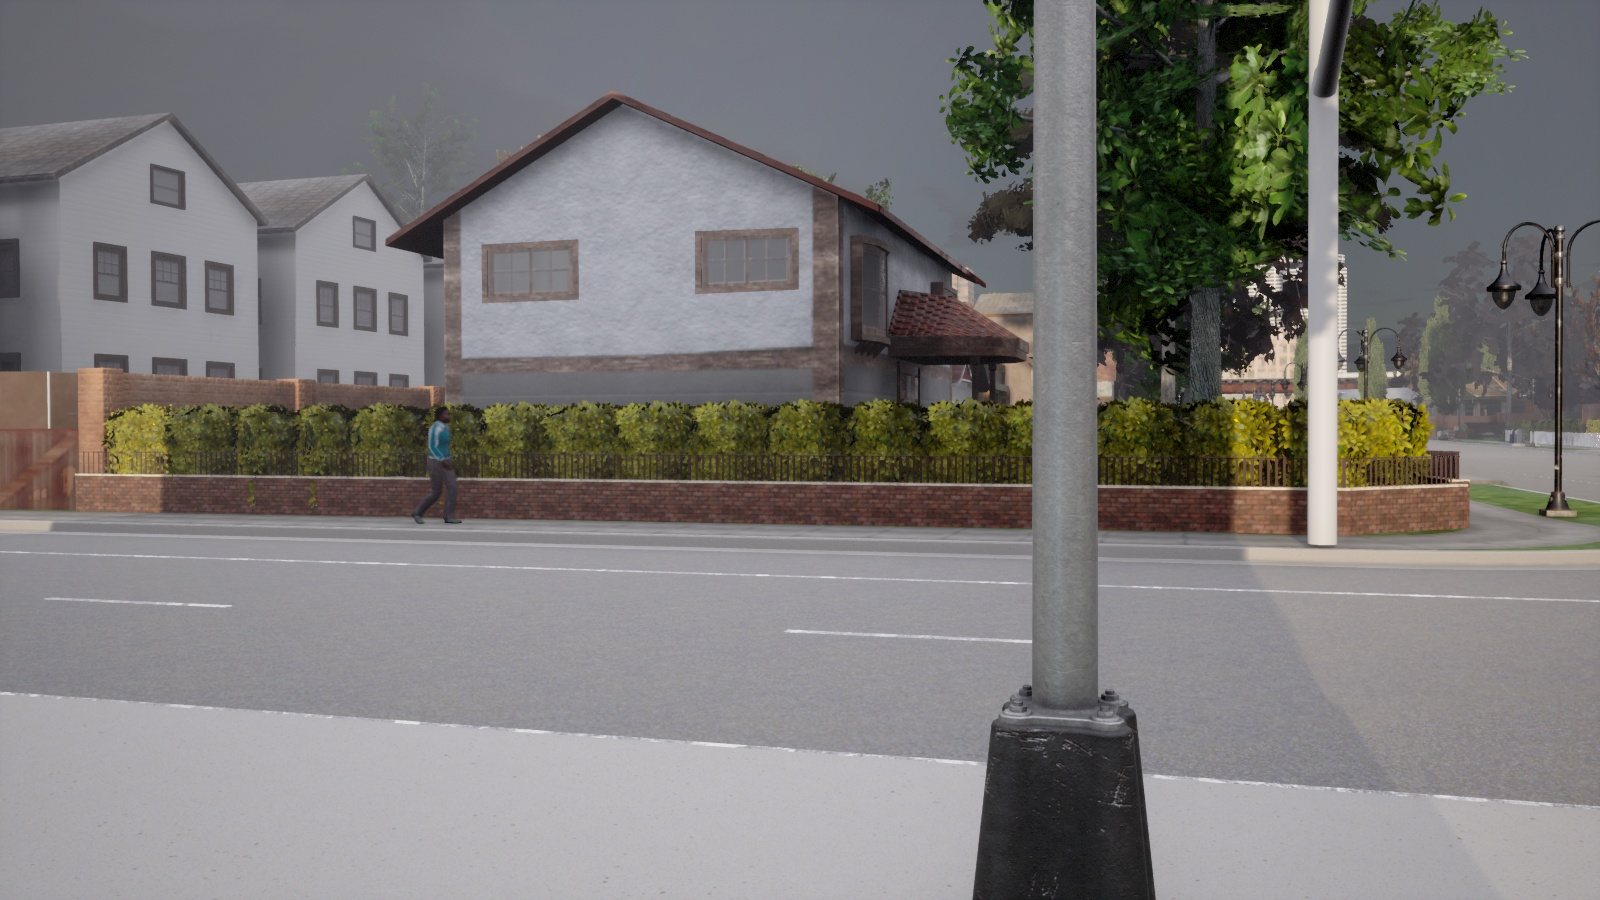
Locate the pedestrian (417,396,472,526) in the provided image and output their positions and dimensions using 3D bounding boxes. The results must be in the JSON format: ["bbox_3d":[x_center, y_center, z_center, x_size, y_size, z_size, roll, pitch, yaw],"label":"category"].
[{"bbox_3d":[-5.375,0.157,18.991,0.692,1.930,0.396,0,1,16],"label":"pedestrian"}]
